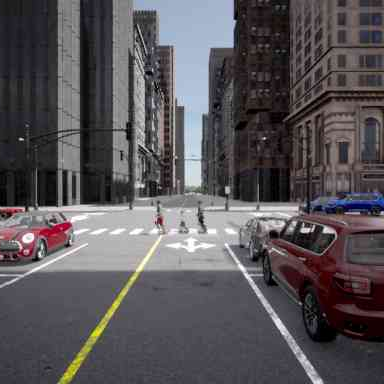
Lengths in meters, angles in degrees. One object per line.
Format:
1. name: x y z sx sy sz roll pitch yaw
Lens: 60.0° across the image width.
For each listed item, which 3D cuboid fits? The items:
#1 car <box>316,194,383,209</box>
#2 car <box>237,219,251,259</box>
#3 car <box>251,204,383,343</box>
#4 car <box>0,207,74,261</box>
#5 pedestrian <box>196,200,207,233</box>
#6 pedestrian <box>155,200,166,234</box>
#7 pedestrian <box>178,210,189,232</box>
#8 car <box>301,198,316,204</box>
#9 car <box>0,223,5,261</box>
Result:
1. car: 14.975 1.168 30.883 5.566 2.045 2.150 0 0 -2
2. car: 2.727 1.550 12.008 2.008 1.369 4.403 0 0 0
3. car: 2.741 1.314 6.406 2.192 1.841 5.009 0 0 0
4. car: -5.799 1.439 11.983 1.967 1.590 4.097 0 0 0
5. pedestrian: 0.501 1.298 18.081 0.375 1.860 0.375 0 0 0
6. pedestrian: -1.683 1.292 17.478 0.375 1.860 0.375 0 0 0
7. pedestrian: -0.479 1.581 18.681 0.375 1.300 0.375 0 0 0
8. car: 13.302 1.289 34.119 4.553 1.767 2.097 0 0 0
9. car: -5.783 1.525 6.211 1.752 1.417 4.829 0 0 0
